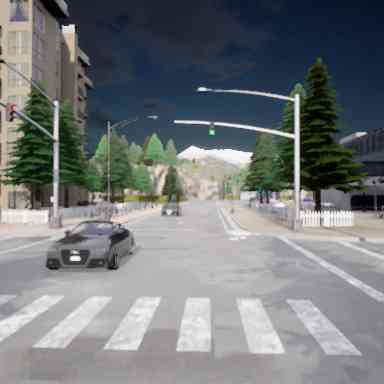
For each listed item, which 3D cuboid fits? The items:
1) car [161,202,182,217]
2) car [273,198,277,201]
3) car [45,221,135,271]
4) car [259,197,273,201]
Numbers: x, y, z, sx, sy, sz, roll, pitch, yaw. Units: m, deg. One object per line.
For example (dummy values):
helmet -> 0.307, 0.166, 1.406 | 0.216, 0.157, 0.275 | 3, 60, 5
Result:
car -> -2.154, 1.862, 35.957 | 2.128, 1.511, 4.902 | 0, 0, 3
car -> 21.500, 2.280, 89.287 | 1.970, 1.475, 3.806 | 0, -1, 4
car -> -3.222, 1.686, 11.281 | 1.994, 1.385, 4.181 | 0, -1, 1
car -> 18.022, 2.199, 82.086 | 1.845, 1.501, 3.633 | 0, -1, 4
